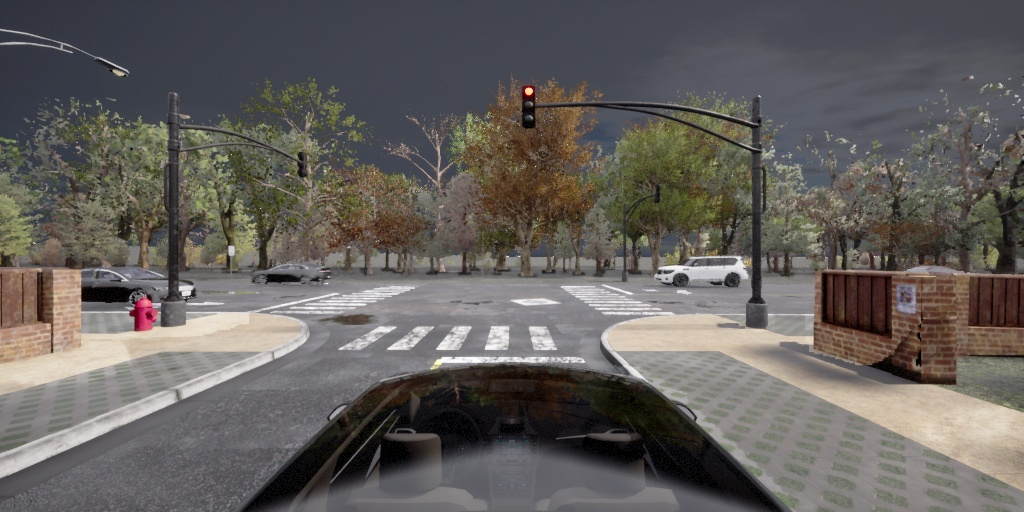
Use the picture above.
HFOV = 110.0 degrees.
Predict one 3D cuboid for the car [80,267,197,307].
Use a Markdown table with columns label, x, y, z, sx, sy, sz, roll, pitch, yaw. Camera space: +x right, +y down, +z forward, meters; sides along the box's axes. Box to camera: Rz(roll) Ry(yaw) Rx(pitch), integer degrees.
| label | x | y | z | sx | sy | sz | roll | pitch | yaw |
| --- | --- | --- | --- | --- | --- | --- | --- | --- | --- |
| car | -15.118 | 1.183 | 13.946 | 4.902 | 1.511 | 2.128 | 0 | 0 | 0 |

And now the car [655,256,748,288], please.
| label | x | y | z | sx | sy | sz | roll | pitch | yaw |
| --- | --- | --- | --- | --- | --- | --- | --- | --- | --- |
| car | 12.551 | 1.021 | 23.900 | 5.566 | 2.045 | 2.150 | -1 | 0 | 2 |

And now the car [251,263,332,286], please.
| label | x | y | z | sx | sy | sz | roll | pitch | yaw |
| --- | --- | --- | --- | --- | --- | --- | --- | --- | --- |
| car | -14.628 | 1.197 | 23.897 | 4.902 | 1.511 | 2.128 | 0 | 0 | 0 |

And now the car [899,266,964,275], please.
| label | x | y | z | sx | sy | sz | roll | pitch | yaw |
| --- | --- | --- | --- | --- | --- | --- | --- | --- | --- |
| car | 27.464 | 1.381 | 23.941 | 4.674 | 1.442 | 1.812 | 0 | 0 | 0 |
